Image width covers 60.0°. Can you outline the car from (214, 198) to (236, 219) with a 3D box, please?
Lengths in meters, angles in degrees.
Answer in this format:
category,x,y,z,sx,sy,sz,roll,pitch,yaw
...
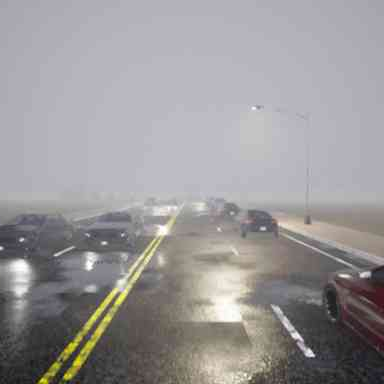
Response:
category,x,y,z,sx,sy,sz,roll,pitch,yaw
car,3.263,1.555,29.486,1.812,1.442,4.674,0,0,0

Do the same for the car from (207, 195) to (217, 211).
category,x,y,z,sx,sy,sz,roll,pitch,yaw
car,3.268,1.470,40.486,2.033,1.649,4.856,0,0,0

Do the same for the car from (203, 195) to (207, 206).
category,x,y,z,sx,sy,sz,roll,pitch,yaw
car,3.272,1.552,51.516,2.163,1.488,4.792,0,0,0

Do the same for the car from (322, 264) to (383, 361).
category,x,y,z,sx,sy,sz,roll,pitch,yaw
car,3.352,1.569,4.387,1.994,1.385,4.181,0,0,0

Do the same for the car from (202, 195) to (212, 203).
category,x,y,z,sx,sy,sz,roll,pitch,yaw
car,3.281,1.518,73.675,1.801,1.575,5.366,0,0,0

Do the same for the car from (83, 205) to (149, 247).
category,x,y,z,sx,sy,sz,roll,pitch,yaw
car,-3.343,1.563,15.357,2.033,1.411,5.357,0,0,0

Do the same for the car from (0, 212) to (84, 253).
category,x,y,z,sx,sy,sz,roll,pitch,yaw
car,-6.592,1.562,14.078,2.033,1.411,5.357,0,0,0

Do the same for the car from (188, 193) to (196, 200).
category,x,y,z,sx,sy,sz,roll,pitch,yaw
car,0.040,1.220,94.351,2.150,2.045,5.566,0,0,0

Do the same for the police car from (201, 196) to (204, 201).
category,x,y,z,sx,sy,sz,roll,pitch,yaw
police car,3.277,1.562,62.486,2.038,1.542,4.974,0,0,0

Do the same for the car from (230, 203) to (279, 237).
category,x,y,z,sx,sy,sz,roll,pitch,yaw
car,3.351,1.544,17.869,1.812,1.442,4.674,0,0,0

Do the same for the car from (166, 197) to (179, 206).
category,x,y,z,sx,sy,sz,roll,pitch,yaw
car,-3.284,1.544,56.287,2.128,1.511,4.902,0,0,0

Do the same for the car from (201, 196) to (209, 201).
category,x,y,z,sx,sy,sz,roll,pitch,yaw
car,3.286,1.664,84.515,1.895,1.301,4.718,0,0,0

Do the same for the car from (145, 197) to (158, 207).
category,x,y,z,sx,sy,sz,roll,pitch,yaw
car,-6.541,1.576,54.106,1.812,1.442,4.674,0,0,0
